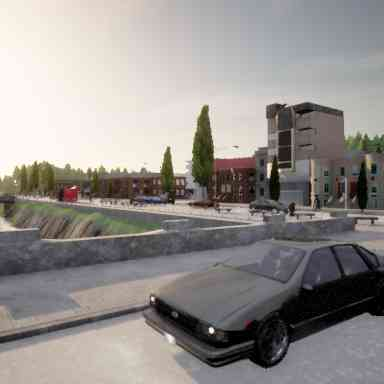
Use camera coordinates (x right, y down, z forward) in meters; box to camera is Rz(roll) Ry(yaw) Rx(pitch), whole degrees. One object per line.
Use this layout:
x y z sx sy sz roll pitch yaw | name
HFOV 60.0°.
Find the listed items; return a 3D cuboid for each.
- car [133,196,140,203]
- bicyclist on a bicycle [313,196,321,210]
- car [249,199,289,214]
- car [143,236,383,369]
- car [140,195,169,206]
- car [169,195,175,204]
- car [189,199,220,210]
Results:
-10.758 1.526 68.554 1.812 1.442 4.674 0 0 -36 | car
14.937 1.349 39.677 1.656 1.620 0.582 0 0 -35 | bicyclist on a bicycle
8.106 1.505 34.793 1.837 1.490 4.892 0 0 -35 | car
1.874 1.547 5.938 5.357 1.411 2.033 0 0 -36 | car
-6.242 1.477 55.072 1.882 1.535 5.008 0 0 -35 | car
-5.033 1.352 60.513 2.097 1.767 4.553 0 0 -36 | car
1.648 1.601 43.882 1.895 1.301 4.718 0 0 -35 | car
